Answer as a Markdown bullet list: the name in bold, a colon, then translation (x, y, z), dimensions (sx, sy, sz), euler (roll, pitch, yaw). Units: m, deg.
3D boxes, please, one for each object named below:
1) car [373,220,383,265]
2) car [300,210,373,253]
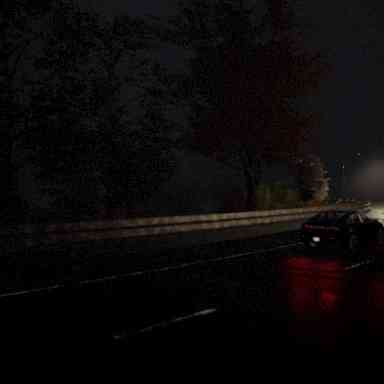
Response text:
- **car**: translation (7.777, 1.369, 10.459), dimensions (4.553, 1.767, 2.097), euler (0, 0, -42)
- **car**: translation (6.379, 1.522, 13.890), dimensions (4.902, 1.511, 2.128), euler (0, 0, -42)
